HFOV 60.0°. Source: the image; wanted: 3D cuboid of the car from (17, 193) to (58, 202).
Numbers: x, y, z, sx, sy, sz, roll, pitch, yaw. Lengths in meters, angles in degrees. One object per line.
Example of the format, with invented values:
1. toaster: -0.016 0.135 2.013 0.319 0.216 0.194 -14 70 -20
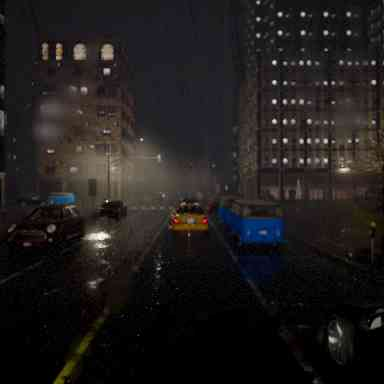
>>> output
1. car: -20.330 1.192 43.227 4.403 1.369 2.008 0 0 0

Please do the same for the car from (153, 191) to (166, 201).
1. car: -6.387 0.943 62.895 1.802 1.307 4.206 1 1 -1

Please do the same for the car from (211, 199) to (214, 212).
1. car: 2.358 1.241 30.549 1.887 1.381 4.507 1 1 -1

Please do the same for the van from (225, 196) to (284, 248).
1. van: 2.548 1.205 13.818 1.690 1.788 3.998 1 1 -1

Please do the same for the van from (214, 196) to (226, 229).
1. van: 2.486 1.150 19.394 1.690 1.788 3.998 1 1 -1

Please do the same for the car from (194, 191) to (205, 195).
1. car: 1.867 0.784 74.290 2.008 1.369 4.403 1 1 -1

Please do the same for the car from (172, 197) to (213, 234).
1. car: -0.099 1.281 17.747 1.801 1.575 5.366 0 0 -1

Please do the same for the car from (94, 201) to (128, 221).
1. car: -5.960 1.321 24.885 1.947 1.339 4.313 1 1 -1

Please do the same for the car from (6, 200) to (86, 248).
1. car: -5.833 1.307 13.736 1.967 1.590 4.097 1 1 -1

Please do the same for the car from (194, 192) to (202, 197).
1. car: 1.676 0.595 91.242 2.008 1.369 4.403 1 1 -1

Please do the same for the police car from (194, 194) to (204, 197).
1. police car: -0.238 1.202 30.445 2.038 1.542 4.974 0 1 -1

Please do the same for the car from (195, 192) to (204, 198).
1. car: 1.803 0.715 79.941 1.887 1.381 4.507 1 1 -1

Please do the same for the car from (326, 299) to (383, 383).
1. car: 2.671 1.538 2.667 1.947 1.339 4.313 1 1 -1

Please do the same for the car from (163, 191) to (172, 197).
1. car: -6.702 0.487 91.148 1.967 1.590 4.097 1 1 -1

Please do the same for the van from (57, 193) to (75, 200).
1. van: -20.316 1.012 51.608 3.998 1.788 1.690 0 0 0

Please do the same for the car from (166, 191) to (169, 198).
1. car: -6.448 0.739 68.546 1.967 1.590 4.097 1 1 -1
